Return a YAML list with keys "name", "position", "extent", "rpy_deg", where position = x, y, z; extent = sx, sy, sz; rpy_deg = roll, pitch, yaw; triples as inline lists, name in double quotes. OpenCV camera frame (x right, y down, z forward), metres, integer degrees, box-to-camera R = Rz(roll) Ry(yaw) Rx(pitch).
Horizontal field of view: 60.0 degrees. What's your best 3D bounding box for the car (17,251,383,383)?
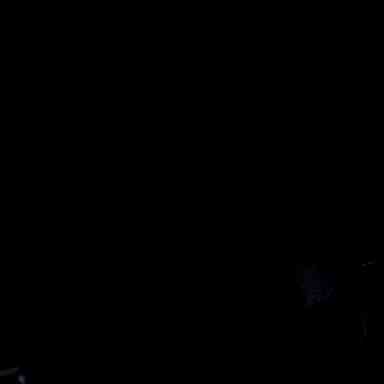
- name: "car"
  position: [0.732, 1.595, 4.521]
  extent: [5.357, 1.411, 2.033]
  rpy_deg: [0, -1, -39]
